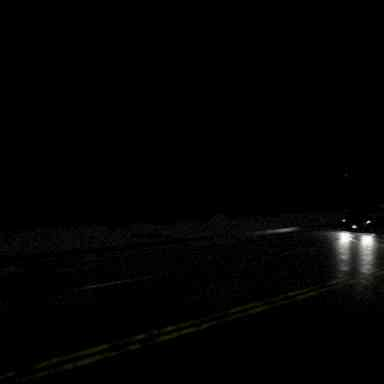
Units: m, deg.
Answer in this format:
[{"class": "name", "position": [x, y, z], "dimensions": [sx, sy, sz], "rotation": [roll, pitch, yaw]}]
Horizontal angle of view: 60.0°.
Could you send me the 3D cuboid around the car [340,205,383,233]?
[{"class": "car", "position": [10.890, 1.469, 19.429], "dimensions": [5.357, 1.411, 2.033], "rotation": [0, 0, -35]}]
